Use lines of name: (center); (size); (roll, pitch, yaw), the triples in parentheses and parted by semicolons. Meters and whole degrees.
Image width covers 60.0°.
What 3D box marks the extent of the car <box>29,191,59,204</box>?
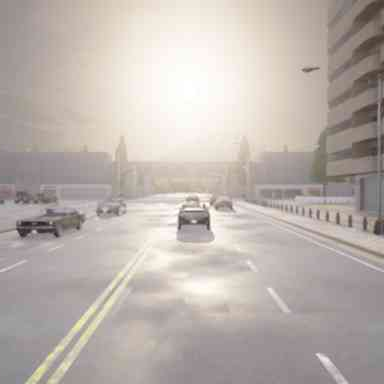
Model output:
car: (-21.008, 0.766, 47.910); (1.932, 1.855, 4.605); (0, 0, 0)

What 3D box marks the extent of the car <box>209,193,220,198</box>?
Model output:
car: (3.543, 0.975, 46.857); (2.097, 1.767, 4.553); (0, 0, 0)

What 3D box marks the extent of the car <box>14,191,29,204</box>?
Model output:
car: (-23.902, 0.768, 47.977); (1.905, 1.878, 3.866); (0, 0, 0)

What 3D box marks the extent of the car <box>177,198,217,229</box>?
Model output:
car: (0.117, 1.333, 20.109); (2.128, 1.511, 4.902); (0, 0, 0)

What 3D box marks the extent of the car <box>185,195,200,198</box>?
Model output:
car: (0.106, 1.116, 44.986); (1.882, 1.535, 5.008); (0, 0, 0)

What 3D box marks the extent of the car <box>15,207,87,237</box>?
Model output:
car: (-7.073, 1.466, 17.150); (1.895, 1.301, 4.718); (0, 0, 0)

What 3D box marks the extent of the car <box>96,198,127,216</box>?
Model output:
car: (-7.051, 1.257, 29.440); (2.128, 1.511, 4.902); (0, 0, 0)

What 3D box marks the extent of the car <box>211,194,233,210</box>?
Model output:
car: (3.532, 1.225, 37.539); (1.812, 1.442, 4.674); (0, 0, 0)
